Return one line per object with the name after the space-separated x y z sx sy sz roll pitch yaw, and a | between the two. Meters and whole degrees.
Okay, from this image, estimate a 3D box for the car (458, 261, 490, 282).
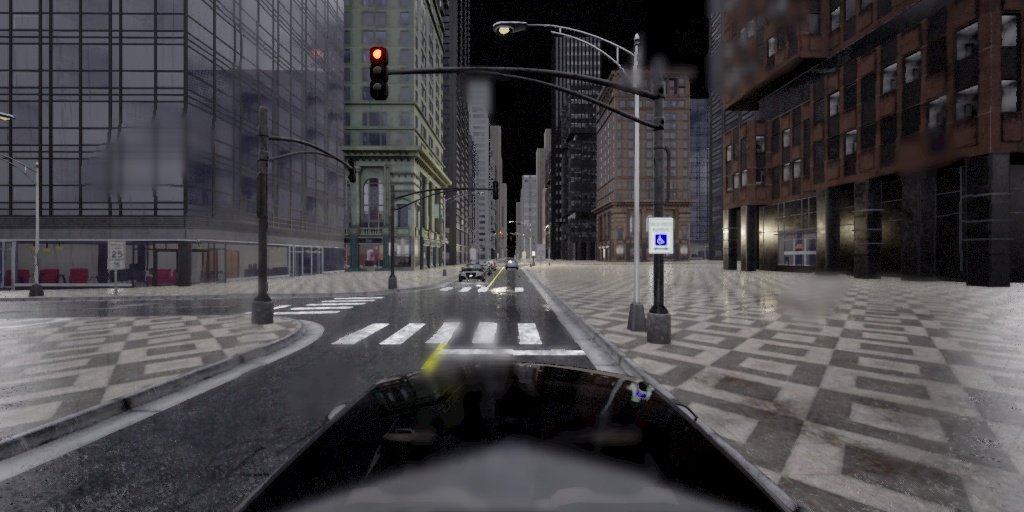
-3.111 1.314 28.981 1.994 1.385 4.181 0 0 0 | car

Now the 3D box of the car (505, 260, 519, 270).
-0.015 1.325 53.394 1.994 1.385 4.181 0 0 0 | car

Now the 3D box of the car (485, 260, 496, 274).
-3.105 1.244 37.952 2.128 1.511 4.902 0 0 0 | car
